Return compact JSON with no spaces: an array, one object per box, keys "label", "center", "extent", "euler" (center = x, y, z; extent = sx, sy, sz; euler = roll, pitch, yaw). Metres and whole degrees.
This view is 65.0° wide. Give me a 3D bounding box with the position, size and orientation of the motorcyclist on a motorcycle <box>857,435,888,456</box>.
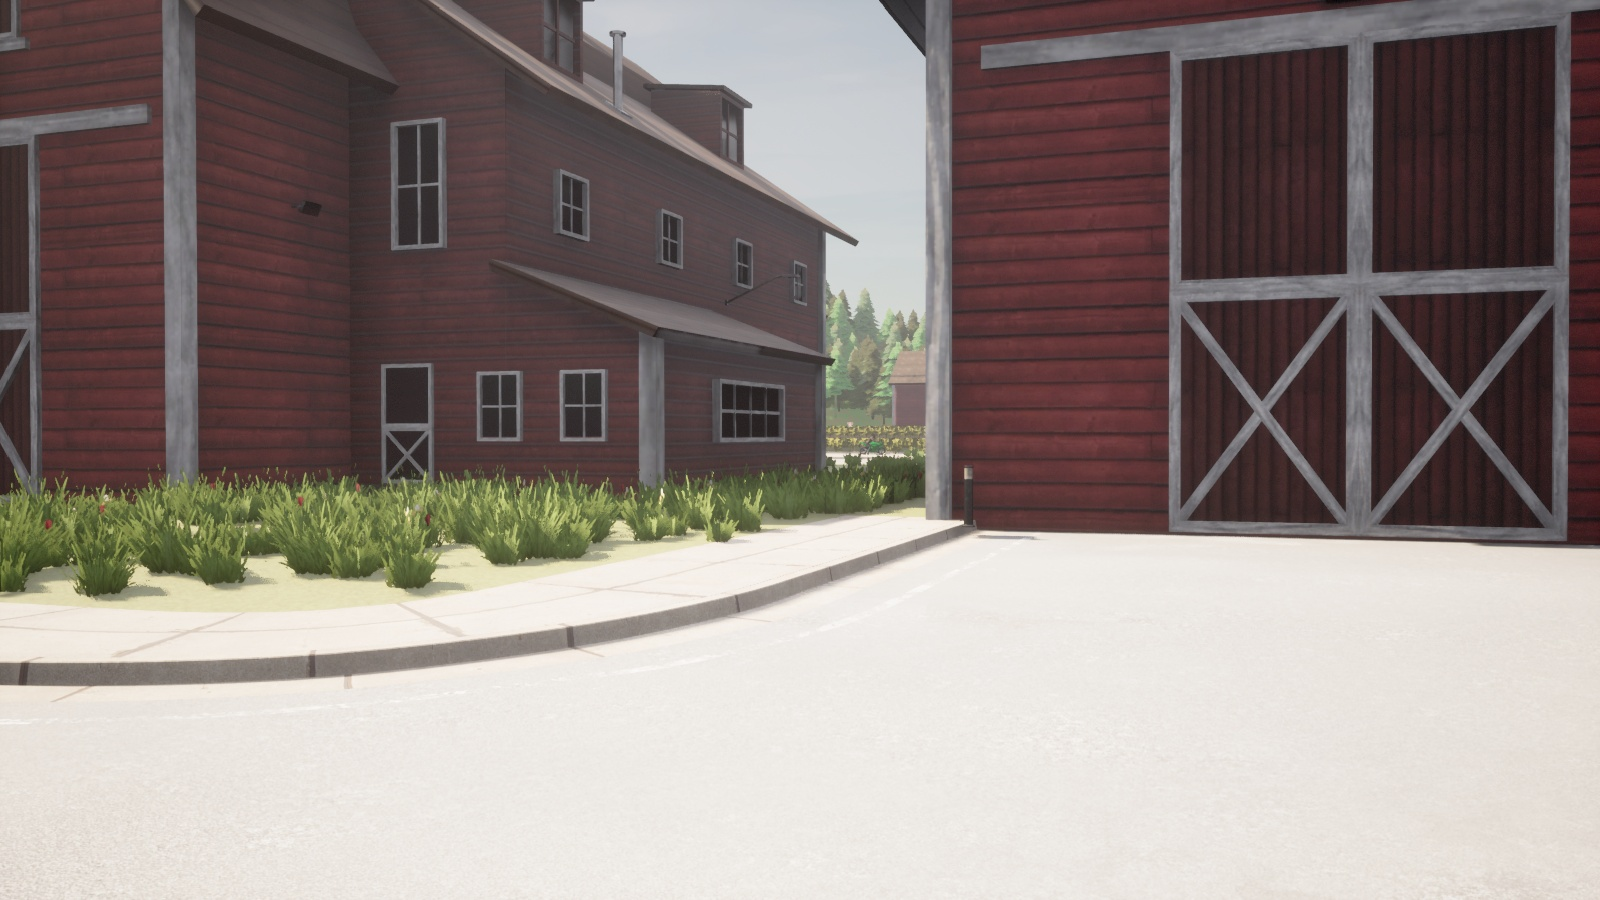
[{"label":"motorcyclist on a motorcycle","center":[5.277,-0.348,91.460],"extent":[2.044,1.523,0.797],"euler":[1,1,19]}]
